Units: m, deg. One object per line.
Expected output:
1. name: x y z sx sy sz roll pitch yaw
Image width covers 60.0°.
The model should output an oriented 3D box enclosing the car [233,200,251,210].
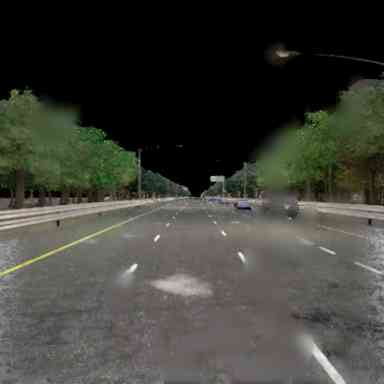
1. car: 7.116 1.881 47.360 1.994 1.385 4.181 0 -1 0

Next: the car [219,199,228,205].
1. car: 7.315 2.233 77.305 2.033 1.411 5.357 0 -1 0

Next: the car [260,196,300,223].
1. car: 7.036 1.329 27.054 2.150 2.045 5.566 0 0 0
